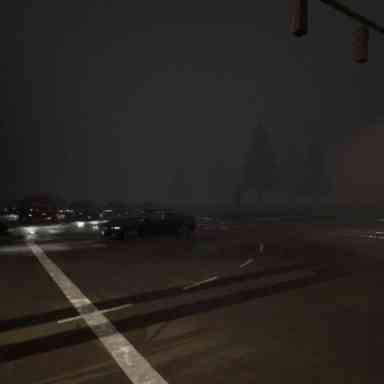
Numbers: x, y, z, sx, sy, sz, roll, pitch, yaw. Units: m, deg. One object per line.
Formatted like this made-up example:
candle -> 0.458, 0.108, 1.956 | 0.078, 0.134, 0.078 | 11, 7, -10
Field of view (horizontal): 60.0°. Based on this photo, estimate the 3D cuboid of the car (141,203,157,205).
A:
car -> -4.218, 1.765, 33.376 | 1.994, 1.385, 4.181 | 1, 0, -35

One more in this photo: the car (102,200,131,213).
car -> -9.292, 1.728, 40.679 | 1.812, 1.442, 4.674 | 1, 0, -35

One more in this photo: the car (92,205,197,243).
car -> -2.045, 1.618, 16.540 | 4.902, 1.511, 2.128 | 1, -1, -36

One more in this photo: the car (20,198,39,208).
car -> -25.068, 1.681, 51.157 | 1.994, 1.385, 4.181 | 1, 0, -35

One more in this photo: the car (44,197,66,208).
car -> -21.510, 1.652, 52.171 | 2.128, 1.511, 4.902 | 1, 0, -35

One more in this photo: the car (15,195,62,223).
car -> -12.519, 1.290, 26.927 | 2.150, 2.045, 5.566 | 1, -1, -35

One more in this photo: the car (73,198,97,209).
car -> -16.457, 1.751, 51.013 | 2.033, 1.411, 5.357 | 1, 0, -35

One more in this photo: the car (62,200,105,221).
car -> -9.816, 1.660, 29.164 | 2.033, 1.411, 5.357 | 1, -1, -35

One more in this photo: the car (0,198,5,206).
car -> -29.401, 1.599, 51.280 | 1.812, 1.442, 4.674 | 1, -1, -34

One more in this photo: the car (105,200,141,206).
car -> -6.851, 1.721, 31.031 | 1.994, 1.385, 4.181 | 1, -1, -35

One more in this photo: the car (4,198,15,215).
car -> -18.455, 1.596, 35.472 | 1.812, 1.442, 4.674 | 1, 0, -35
